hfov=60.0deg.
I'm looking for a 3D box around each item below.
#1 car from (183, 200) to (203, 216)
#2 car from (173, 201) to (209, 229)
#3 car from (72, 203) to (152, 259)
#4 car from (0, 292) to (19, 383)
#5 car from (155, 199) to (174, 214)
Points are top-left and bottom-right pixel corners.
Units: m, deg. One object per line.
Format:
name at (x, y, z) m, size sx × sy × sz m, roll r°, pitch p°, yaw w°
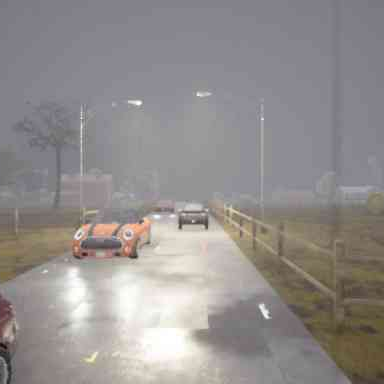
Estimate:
car at (0.095, 1.603, 35.079) m, size 2.033 × 1.411 × 5.357 m, roll 0°, pitch 0°, yaw 0°
car at (0.093, 1.505, 21.503) m, size 2.128 × 1.511 × 4.902 m, roll 0°, pitch 0°, yaw 0°
car at (-2.807, 1.353, 12.551) m, size 2.097 × 1.767 × 4.553 m, roll 0°, pitch 0°, yaw 0°
car at (-2.852, 1.524, 1.989) m, size 1.812 × 1.442 × 4.674 m, roll 0°, pitch 0°, yaw 0°
car at (-2.845, 1.536, 35.850) m, size 1.882 × 1.535 × 5.008 m, roll 0°, pitch 0°, yaw 0°
